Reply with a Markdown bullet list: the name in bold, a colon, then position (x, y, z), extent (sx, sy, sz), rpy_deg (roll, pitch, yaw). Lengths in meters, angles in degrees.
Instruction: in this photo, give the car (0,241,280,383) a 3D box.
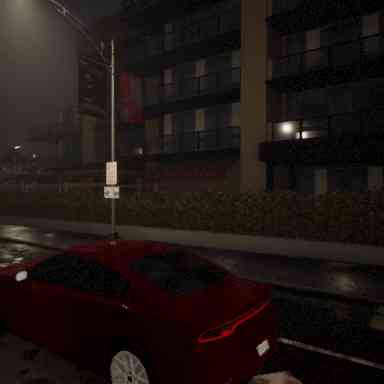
- **car**: position (-1.264, 1.477, 4.948), extent (5.008, 1.535, 1.882), rpy_deg (0, 0, 35)
